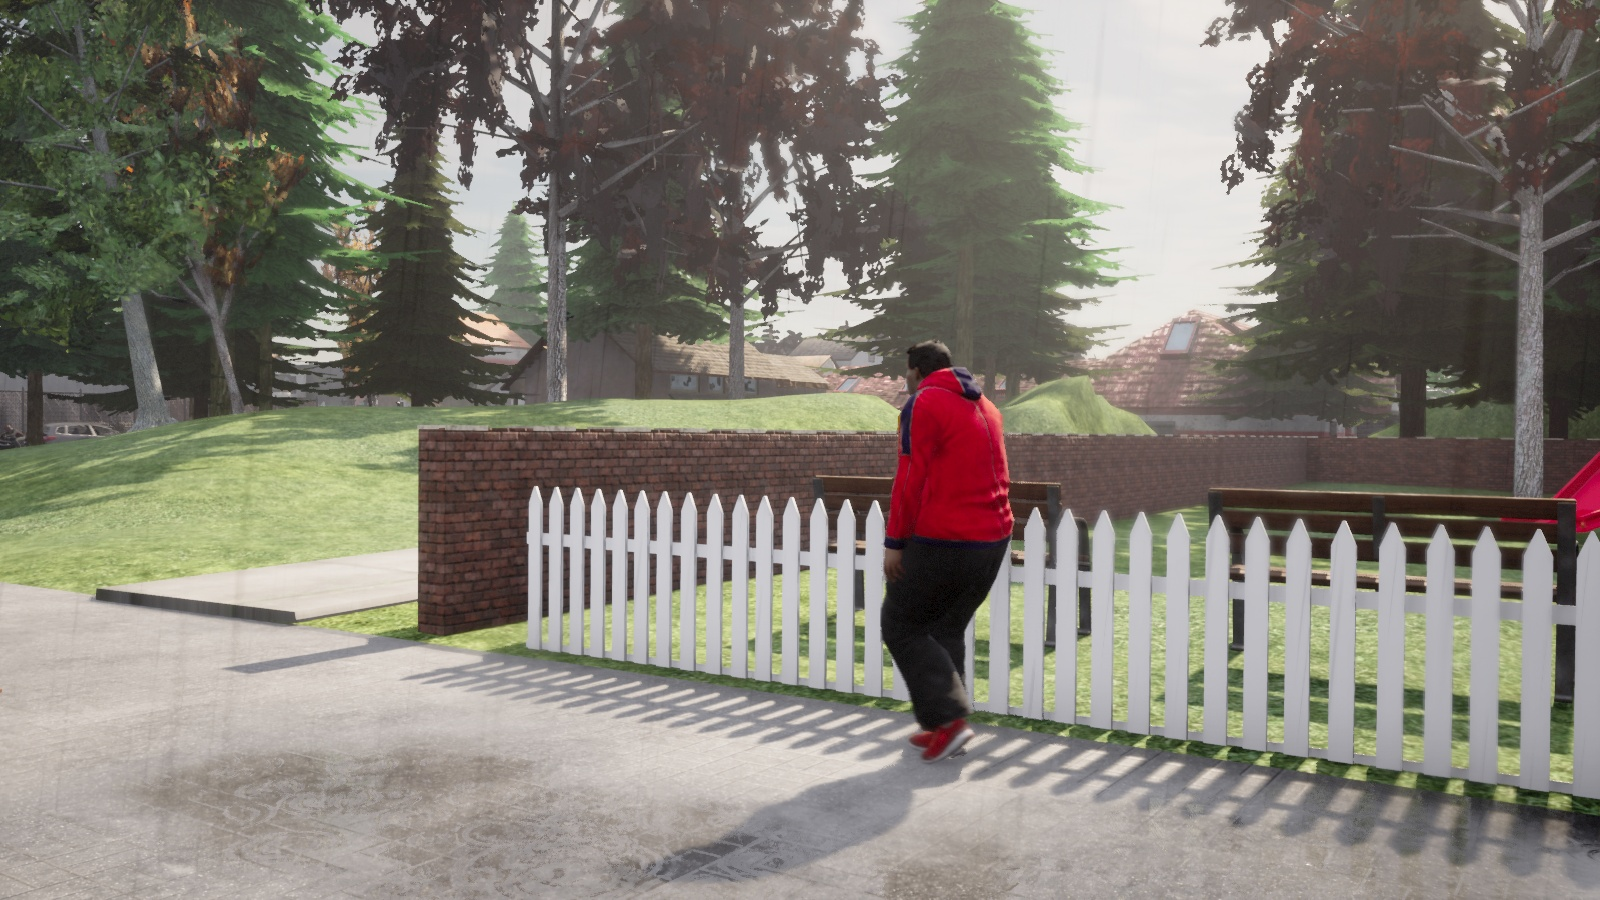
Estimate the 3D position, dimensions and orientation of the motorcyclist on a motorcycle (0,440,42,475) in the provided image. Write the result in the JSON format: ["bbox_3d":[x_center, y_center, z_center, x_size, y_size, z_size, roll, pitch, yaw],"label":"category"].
[{"bbox_3d":[-35.075,0.322,55.801,0.866,1.530,2.191,0,1,34],"label":"motorcyclist on a motorcycle"}]

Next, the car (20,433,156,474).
[{"bbox_3d":[-30.982,0.110,54.733,2.242,1.667,4.611,0,1,33],"label":"car"}]

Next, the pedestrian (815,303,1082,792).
[{"bbox_3d":[0.616,0.363,5.270,0.899,1.844,0.634,0,1,43],"label":"pedestrian"}]
